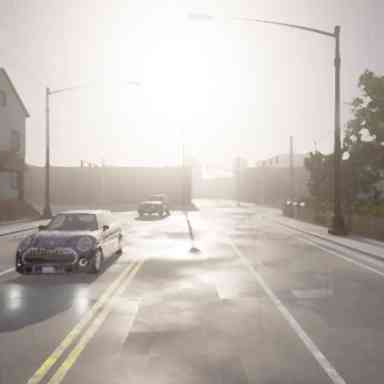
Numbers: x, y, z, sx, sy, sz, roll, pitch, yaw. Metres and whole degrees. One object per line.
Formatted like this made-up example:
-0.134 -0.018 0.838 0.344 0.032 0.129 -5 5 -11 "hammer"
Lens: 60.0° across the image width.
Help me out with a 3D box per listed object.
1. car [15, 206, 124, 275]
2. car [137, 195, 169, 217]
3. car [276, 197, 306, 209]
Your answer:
-3.595 1.371 10.576 2.097 1.767 4.553 0 0 0 "car"
-3.629 1.277 32.213 2.150 2.045 5.566 -1 0 7 "car"
13.590 1.428 44.420 4.553 1.767 2.097 0 0 -3 "car"
